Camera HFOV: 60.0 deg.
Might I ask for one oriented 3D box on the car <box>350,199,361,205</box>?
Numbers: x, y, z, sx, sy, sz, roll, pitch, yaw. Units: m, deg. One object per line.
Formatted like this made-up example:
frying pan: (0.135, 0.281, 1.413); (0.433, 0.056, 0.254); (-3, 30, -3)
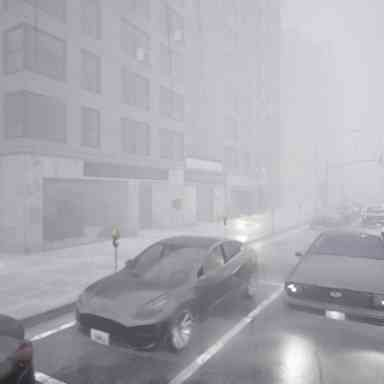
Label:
car: (14.153, 1.402, 29.970); (1.967, 1.590, 4.097); (0, 0, 31)

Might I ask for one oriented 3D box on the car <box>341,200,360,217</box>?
car: (11.301, 1.535, 25.238); (1.947, 1.339, 4.313); (0, 0, 31)

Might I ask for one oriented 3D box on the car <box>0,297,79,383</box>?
car: (-2.959, 1.569, 1.578); (1.947, 1.339, 4.313); (0, 0, 31)

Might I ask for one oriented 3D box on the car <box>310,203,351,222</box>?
car: (8.449, 1.558, 20.506); (1.802, 1.307, 4.206); (0, 0, 31)

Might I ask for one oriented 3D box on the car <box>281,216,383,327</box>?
car: (3.608, 1.538, 7.499); (2.033, 1.411, 5.357); (0, 0, 31)

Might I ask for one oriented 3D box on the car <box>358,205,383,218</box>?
car: (11.950, 1.571, 21.148); (1.895, 1.301, 4.718); (0, 0, 31)

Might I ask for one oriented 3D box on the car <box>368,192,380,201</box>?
car: (42.101, 1.371, 77.371); (1.967, 1.590, 4.097); (0, 0, 30)

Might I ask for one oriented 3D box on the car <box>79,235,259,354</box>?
car: (-0.107, 1.562, 6.309); (1.947, 1.339, 4.313); (0, 0, 31)
